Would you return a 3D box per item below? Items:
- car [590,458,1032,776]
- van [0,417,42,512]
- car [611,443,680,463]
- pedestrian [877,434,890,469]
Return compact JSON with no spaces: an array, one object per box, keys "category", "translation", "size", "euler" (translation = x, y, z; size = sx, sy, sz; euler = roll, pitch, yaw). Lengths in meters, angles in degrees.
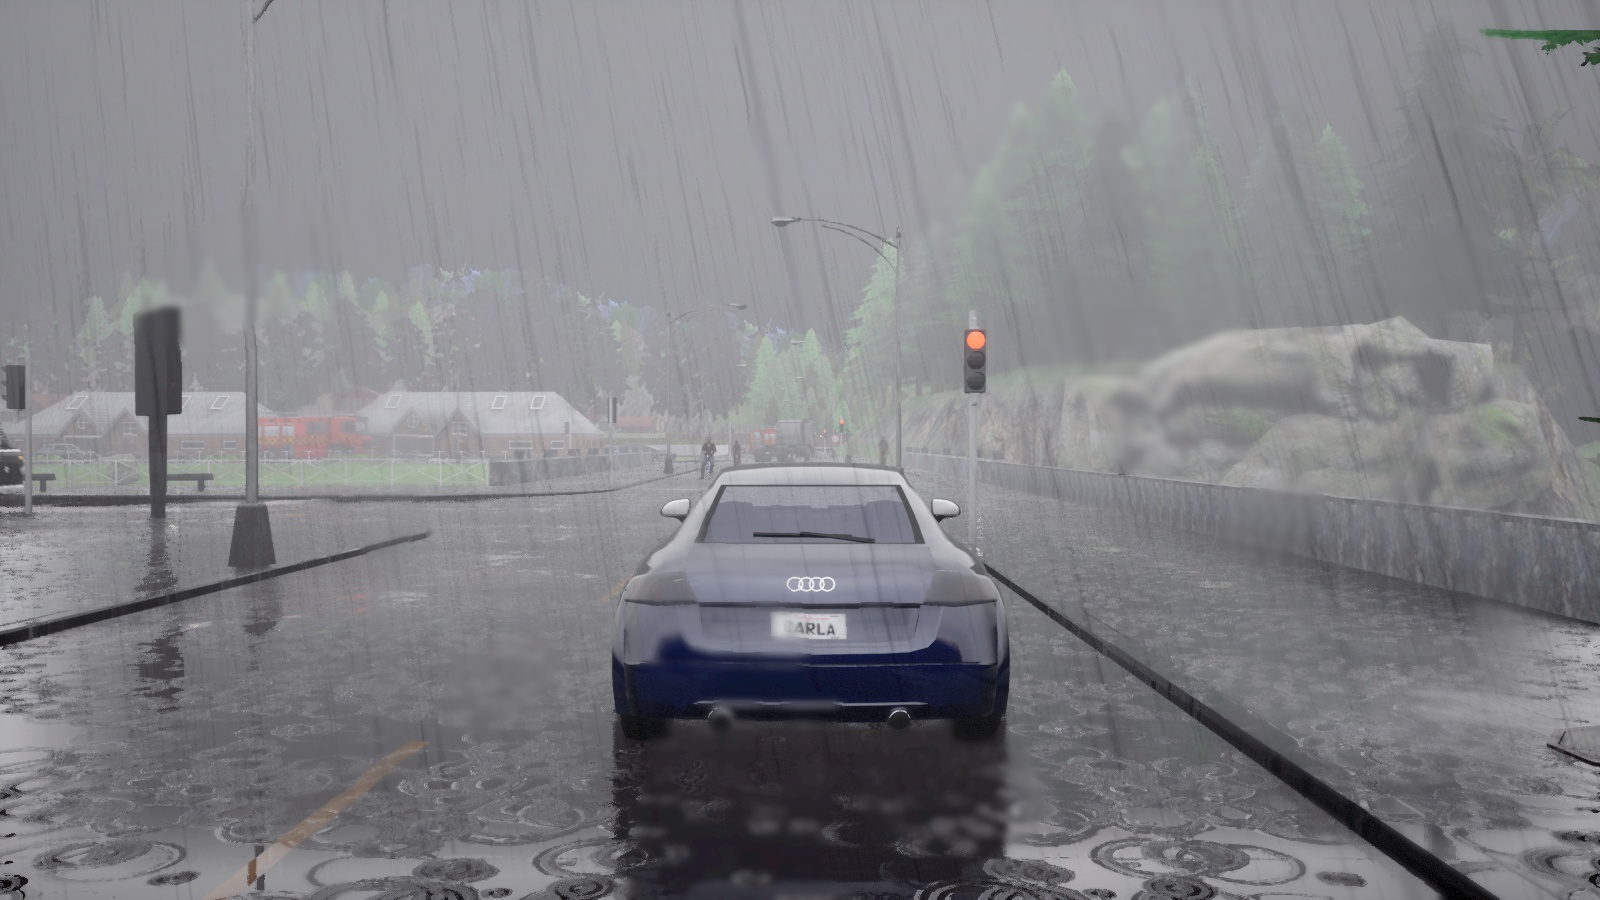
[{"category":"car","translation":[0.066,0.767,7.763],"size":[1.994,1.385,4.181],"euler":[0,0,1]},{"category":"van","translation":[-19.429,0.299,27.445],"size":[4.480,2.038,2.069],"euler":[0,0,0]},{"category":"car","translation":[-11.441,0.212,93.026],"size":[4.792,1.488,2.163],"euler":[0,0,1]},{"category":"pedestrian","translation":[4.363,0.088,65.803],"size":[0.540,1.848,0.694],"euler":[0,0,-6]}]
